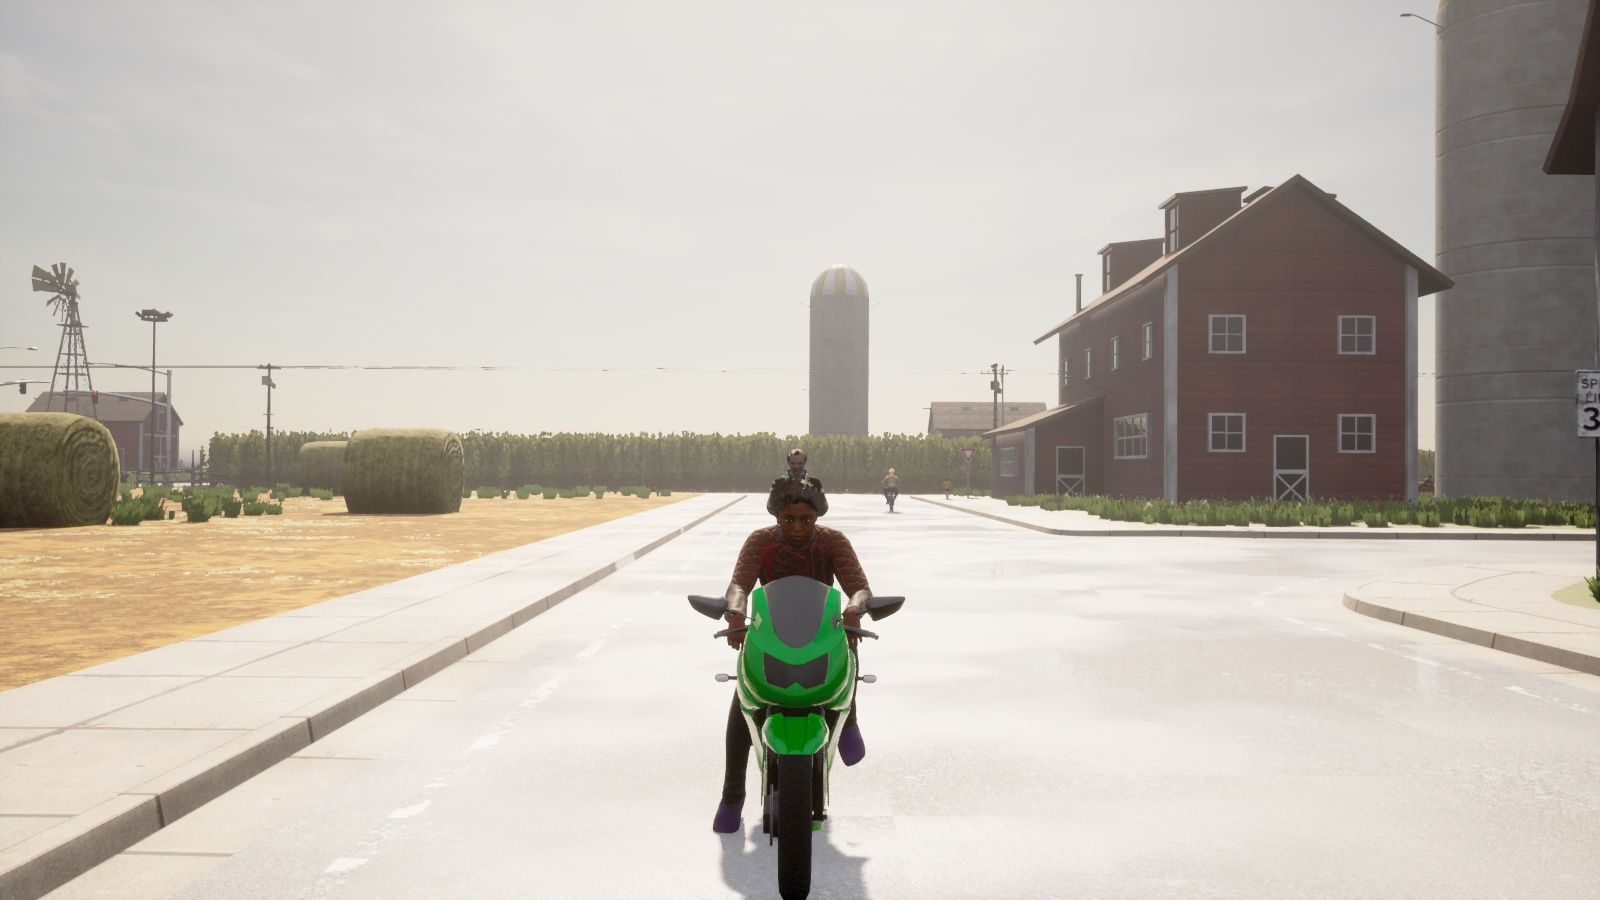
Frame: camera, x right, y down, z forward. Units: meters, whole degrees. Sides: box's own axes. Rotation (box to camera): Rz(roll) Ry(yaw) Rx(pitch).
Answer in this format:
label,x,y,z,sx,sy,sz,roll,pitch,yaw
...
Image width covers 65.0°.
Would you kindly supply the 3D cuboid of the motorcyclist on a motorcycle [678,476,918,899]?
label,x,y,z,sx,sy,sz,roll,pitch,yaw
motorcyclist on a motorcycle,-0.010,0.878,5.209,0.797,1.523,2.044,0,-1,0
